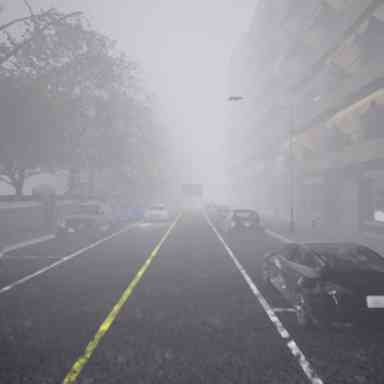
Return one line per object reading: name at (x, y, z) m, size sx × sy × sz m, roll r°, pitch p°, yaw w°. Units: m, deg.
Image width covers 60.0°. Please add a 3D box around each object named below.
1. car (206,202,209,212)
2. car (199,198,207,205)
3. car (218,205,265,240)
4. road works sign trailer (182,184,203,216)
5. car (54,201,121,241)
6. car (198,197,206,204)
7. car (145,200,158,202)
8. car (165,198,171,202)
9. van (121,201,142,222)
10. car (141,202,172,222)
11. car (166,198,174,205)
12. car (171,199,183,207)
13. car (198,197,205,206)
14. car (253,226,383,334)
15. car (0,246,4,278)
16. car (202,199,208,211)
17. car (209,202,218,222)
car at (2.718, 1.982, 35.031) m, size 1.802 × 1.307 × 4.206 m, roll 0°, pitch -1°, yaw 0°
car at (2.758, 2.468, 85.701) m, size 1.967 × 1.590 × 4.097 m, roll 0°, pitch -1°, yaw 0°
car at (2.705, 1.643, 18.142) m, size 1.967 × 1.590 × 4.097 m, roll 0°, pitch -1°, yaw 0°
road works sign trailer at (0.031, 0.900, 38.068) m, size 2.380 × 3.560 × 2.880 m, roll 0°, pitch -1°, yaw 0°
car at (-5.675, 1.518, 18.151) m, size 2.192 × 1.841 × 5.009 m, roll 0°, pitch -1°, yaw 0°
car at (2.762, 2.416, 91.333) m, size 2.192 × 1.841 × 5.009 m, roll 0°, pitch -1°, yaw 0°
car at (-5.658, 2.011, 40.668) m, size 1.887 × 1.381 × 4.507 m, roll 0°, pitch -1°, yaw 0°
car at (-5.627, 2.395, 80.079) m, size 1.967 × 1.590 × 4.097 m, roll 0°, pitch -1°, yaw 0°
van at (-5.666, 1.674, 29.410) m, size 1.690 × 1.788 × 3.998 m, roll 0°, pitch -1°, yaw 0°
car at (-3.074, 1.860, 29.528) m, size 1.812 × 1.442 × 4.674 m, roll 0°, pitch -1°, yaw 0°
car at (-5.622, 2.467, 85.707) m, size 1.967 × 1.590 × 4.097 m, roll 0°, pitch -1°, yaw 0°
car at (-2.942, 2.309, 70.800) m, size 1.882 × 1.535 × 5.008 m, roll 0°, pitch -1°, yaw 0°
car at (2.750, 2.427, 74.441) m, size 1.887 × 1.381 × 4.507 m, roll 0°, pitch -1°, yaw 0°
car at (2.695, 1.643, 6.882) m, size 1.947 × 1.339 × 4.313 m, roll 0°, pitch -1°, yaw 0°
car at (-5.685, 1.642, 6.889) m, size 1.947 × 1.339 × 4.313 m, roll 0°, pitch -1°, yaw 0°
car at (2.727, 2.100, 46.293) m, size 1.947 × 1.339 × 4.313 m, roll 0°, pitch -1°, yaw 0°
car at (2.714, 1.860, 29.572) m, size 1.752 × 1.417 × 4.829 m, roll 0°, pitch -1°, yaw 0°
